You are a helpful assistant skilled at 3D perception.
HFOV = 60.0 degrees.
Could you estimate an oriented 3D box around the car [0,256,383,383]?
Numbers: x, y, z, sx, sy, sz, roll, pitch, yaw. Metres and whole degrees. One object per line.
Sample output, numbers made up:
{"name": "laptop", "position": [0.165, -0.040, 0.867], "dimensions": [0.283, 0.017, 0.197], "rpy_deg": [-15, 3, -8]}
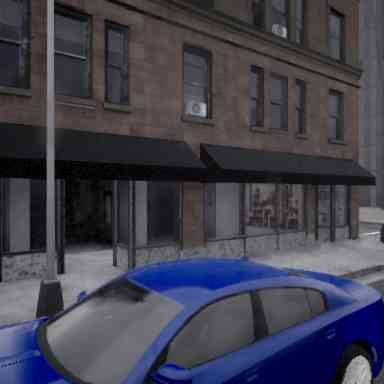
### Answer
{"name": "car", "position": [-0.093, 1.477, 3.223], "dimensions": [5.008, 1.535, 1.882], "rpy_deg": [0, 0, -35]}
